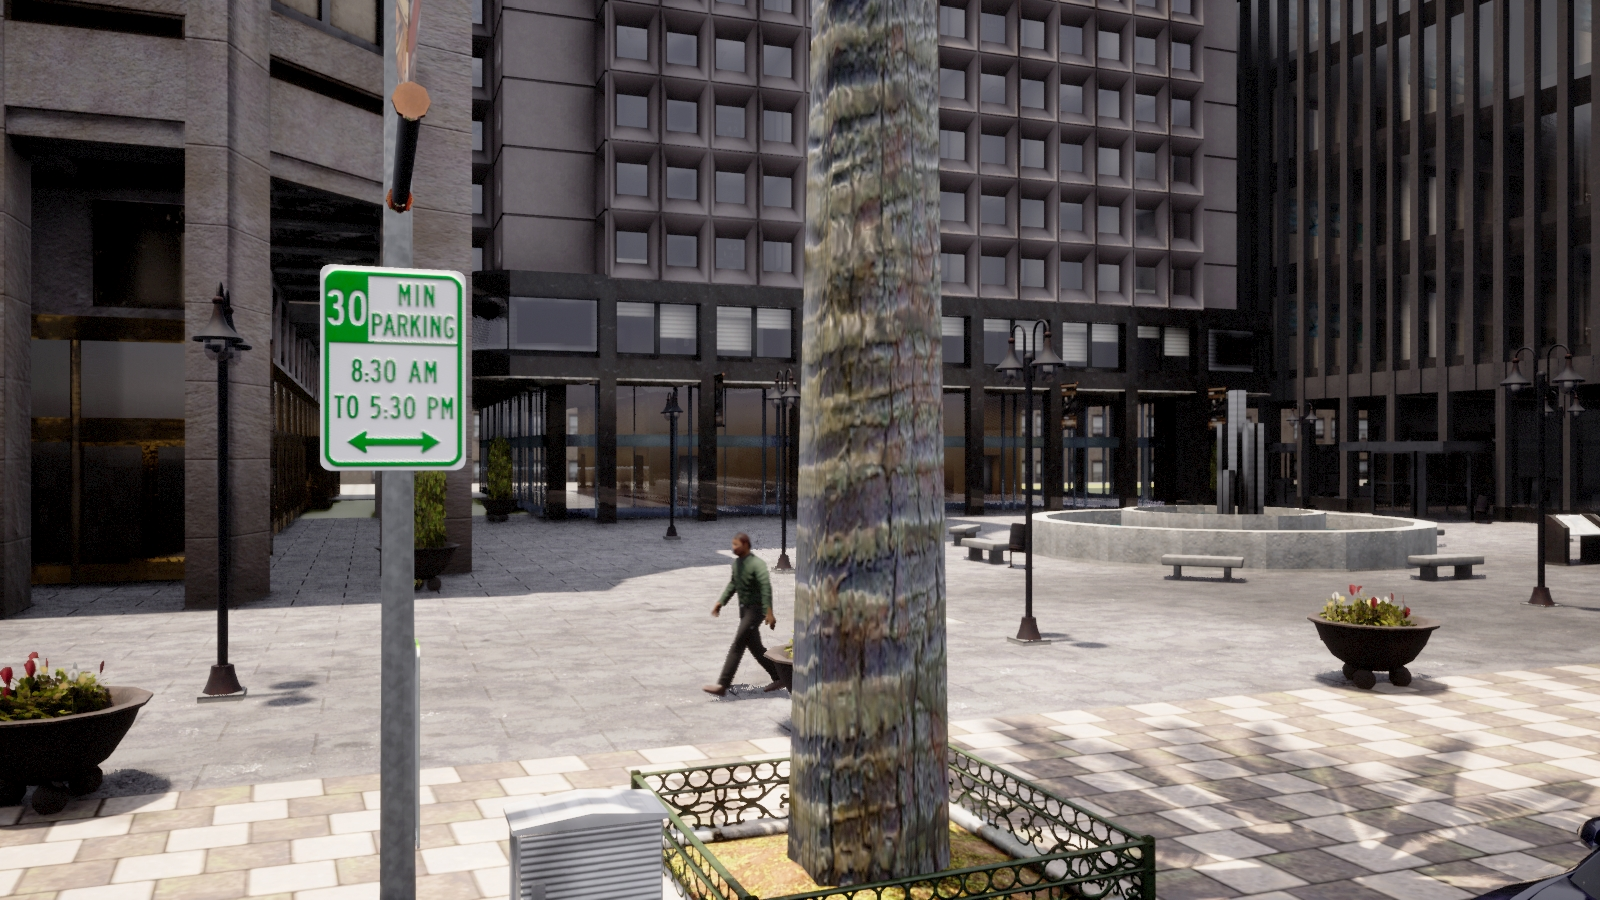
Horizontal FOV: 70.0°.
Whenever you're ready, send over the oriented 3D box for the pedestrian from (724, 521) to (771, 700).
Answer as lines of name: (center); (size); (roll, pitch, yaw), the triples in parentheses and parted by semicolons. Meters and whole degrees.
pedestrian: (-0.567, 1.705, 12.280); (0.375, 1.860, 0.375); (0, 0, -27)
